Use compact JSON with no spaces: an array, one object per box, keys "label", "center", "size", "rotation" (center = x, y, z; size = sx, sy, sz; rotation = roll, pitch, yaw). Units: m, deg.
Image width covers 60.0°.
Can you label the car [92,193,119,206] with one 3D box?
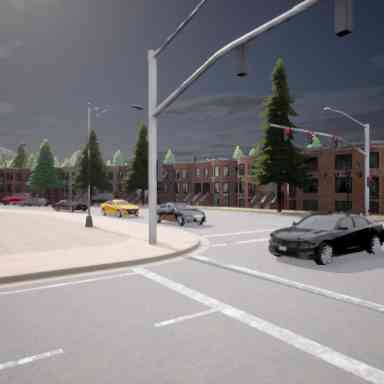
[{"label":"car","center":[-13.489,1.211,50.447],"size":[5.566,2.045,2.150],"rotation":[-1,-1,29]}]

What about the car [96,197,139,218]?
[{"label":"car","center":[-6.743,1.477,30.891],"size":[1.882,1.535,5.008],"rotation":[0,0,-40]}]

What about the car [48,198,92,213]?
[{"label":"car","center":[-13.914,1.600,37.954],"size":[4.718,1.301,1.895],"rotation":[0,0,37]}]

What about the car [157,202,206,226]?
[{"label":"car","center":[-0.991,1.491,23.328],"size":[2.128,1.511,4.902],"rotation":[0,0,-36]}]

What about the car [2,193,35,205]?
[{"label":"car","center":[-28.982,1.221,55.956],"size":[5.566,2.045,2.150],"rotation":[0,0,10]}]

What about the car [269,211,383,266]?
[{"label":"car","center":[4.842,1.477,11.756],"size":[5.008,1.535,1.882],"rotation":[0,0,-36]}]

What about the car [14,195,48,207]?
[{"label":"car","center":[-24.121,1.547,51.169],"size":[5.357,1.411,2.033],"rotation":[0,0,17]}]
